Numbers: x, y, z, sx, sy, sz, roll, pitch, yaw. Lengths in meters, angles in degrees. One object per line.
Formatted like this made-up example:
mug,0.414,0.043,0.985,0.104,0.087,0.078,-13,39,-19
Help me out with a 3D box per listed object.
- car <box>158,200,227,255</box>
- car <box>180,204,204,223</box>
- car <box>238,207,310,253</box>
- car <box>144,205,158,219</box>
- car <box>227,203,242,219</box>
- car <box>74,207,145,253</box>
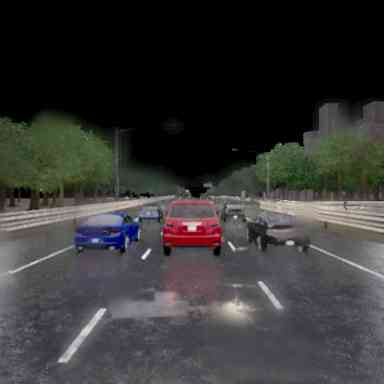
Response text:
car,0.010,1.350,14.007,2.150,2.045,5.566,0,0,0
car,0.025,1.835,29.289,1.994,1.385,4.181,0,0,0
car,3.515,1.628,14.298,2.128,1.511,4.902,0,0,0
car,-3.480,1.816,28.995,2.033,1.411,5.357,0,0,0
car,3.524,1.779,29.298,1.837,1.490,4.892,0,0,0
car,-3.483,1.615,14.481,1.882,1.535,5.008,0,0,0
